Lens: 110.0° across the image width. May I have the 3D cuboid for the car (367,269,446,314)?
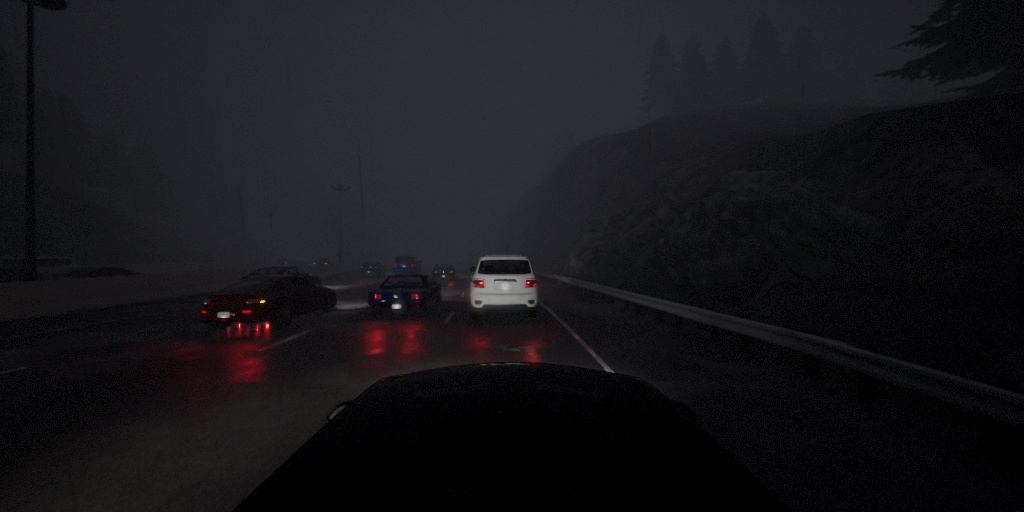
[{"bbox_3d":[-3.917,1.361,13.961,1.895,1.301,4.718,0,0,-4],"label":"car"}]

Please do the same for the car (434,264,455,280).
[{"bbox_3d":[-5.976,1.367,31.729,1.895,1.301,4.718,0,0,-9],"label":"car"}]

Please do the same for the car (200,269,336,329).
[{"bbox_3d":[-7.276,1.293,11.208,1.812,1.442,4.674,0,0,-3],"label":"car"}]

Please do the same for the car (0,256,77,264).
[{"bbox_3d":[-29.426,1.038,21.456,2.150,2.045,5.566,0,0,-7],"label":"car"}]

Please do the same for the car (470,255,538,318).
[{"bbox_3d":[-0.363,0.973,13.268,2.150,2.045,5.566,0,0,-3],"label":"car"}]

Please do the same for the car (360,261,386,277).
[{"bbox_3d":[-13.837,1.275,35.834,2.128,1.511,4.902,0,0,-11],"label":"car"}]

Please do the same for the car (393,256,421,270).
[{"bbox_3d":[-9.937,0.996,34.129,2.150,2.045,5.566,0,0,-10],"label":"car"}]

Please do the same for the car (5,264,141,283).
[{"bbox_3d":[-22.095,1.305,18.688,1.837,1.490,4.892,0,0,-6],"label":"car"}]

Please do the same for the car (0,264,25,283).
[{"bbox_3d":[-25.459,1.312,17.172,1.837,1.490,4.892,0,0,-6],"label":"car"}]

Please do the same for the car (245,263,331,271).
[{"bbox_3d":[-11.259,1.268,17.779,2.128,1.511,4.902,0,0,-5],"label":"car"}]
